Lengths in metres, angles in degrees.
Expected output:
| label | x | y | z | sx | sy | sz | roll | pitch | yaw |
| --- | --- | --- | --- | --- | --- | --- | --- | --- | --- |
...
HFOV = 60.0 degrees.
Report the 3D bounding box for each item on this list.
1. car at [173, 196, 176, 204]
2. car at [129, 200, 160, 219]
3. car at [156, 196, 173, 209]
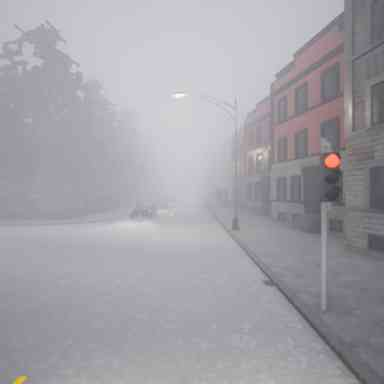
| label | x | y | z | sx | sy | sz | roll | pitch | yaw |
| --- | --- | --- | --- | --- | --- | --- | --- | --- | --- |
| car | -4.102 | 1.565 | 66.819 | 2.033 | 1.411 | 5.357 | 0 | 0 | 0 |
| car | -4.139 | 1.608 | 28.797 | 1.895 | 1.301 | 4.718 | 0 | 0 | 0 |
| car | -4.152 | 1.504 | 45.185 | 2.128 | 1.511 | 4.902 | 0 | 0 | 0 |
